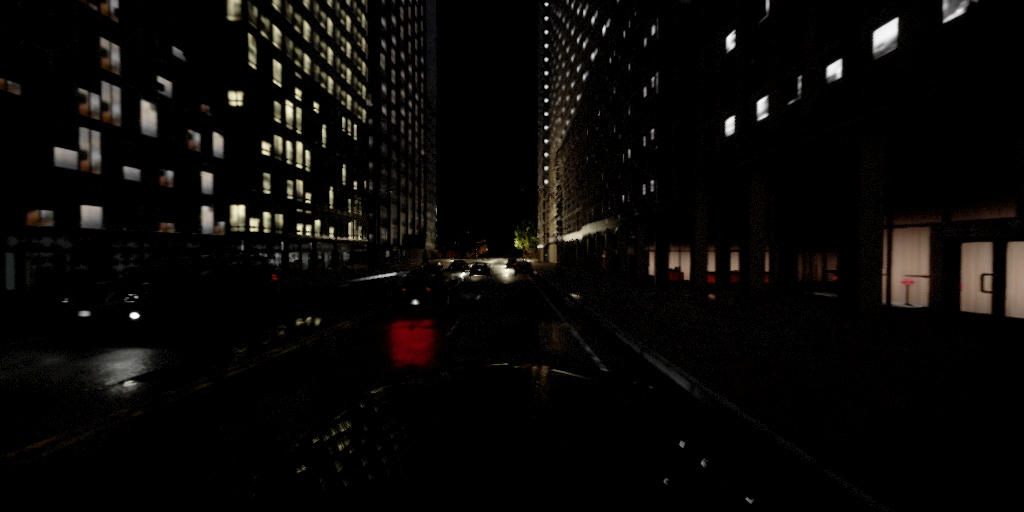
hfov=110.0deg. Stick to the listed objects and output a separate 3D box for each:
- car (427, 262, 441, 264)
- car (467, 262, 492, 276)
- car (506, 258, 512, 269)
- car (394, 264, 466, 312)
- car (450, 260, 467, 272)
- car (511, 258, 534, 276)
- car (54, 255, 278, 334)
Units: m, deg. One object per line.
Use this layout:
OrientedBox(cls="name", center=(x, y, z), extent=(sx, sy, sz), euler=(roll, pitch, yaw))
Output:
OrientedBox(cls="car", center=(-9.811, 1.347, 44.354), extent=(1.895, 1.301, 4.718), euler=(0, 0, 0))
OrientedBox(cls="car", center=(-3.150, 1.314, 36.718), extent=(1.994, 1.385, 4.181), euler=(0, 0, 0))
OrientedBox(cls="car", center=(0.015, 1.250, 55.126), extent=(1.837, 1.490, 4.892), euler=(0, 0, 0))
OrientedBox(cls="car", center=(-3.177, 1.259, 14.244), extent=(1.837, 1.490, 4.892), euler=(0, 1, 0))
OrientedBox(cls="car", center=(-6.562, 1.225, 44.273), extent=(1.882, 1.535, 5.008), euler=(0, 0, 0))
OrientedBox(cls="car", center=(1.145, 1.229, 36.464), extent=(1.882, 1.535, 5.008), euler=(0, 0, 0))
OrientedBox(cls="car", center=(-9.791, 0.972, 11.001), extent=(2.150, 2.045, 5.566), euler=(0, 0, 1))
